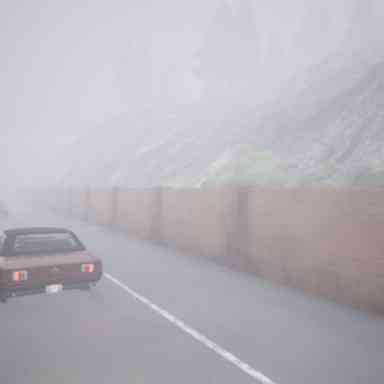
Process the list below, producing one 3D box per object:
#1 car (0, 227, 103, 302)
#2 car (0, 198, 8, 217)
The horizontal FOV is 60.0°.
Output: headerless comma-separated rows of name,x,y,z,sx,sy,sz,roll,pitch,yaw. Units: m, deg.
car,-3.811,1.511,8.159,1.895,1.301,4.718,1,0,-33
car,-15.596,1.194,26.152,2.033,1.411,5.357,1,0,-33
